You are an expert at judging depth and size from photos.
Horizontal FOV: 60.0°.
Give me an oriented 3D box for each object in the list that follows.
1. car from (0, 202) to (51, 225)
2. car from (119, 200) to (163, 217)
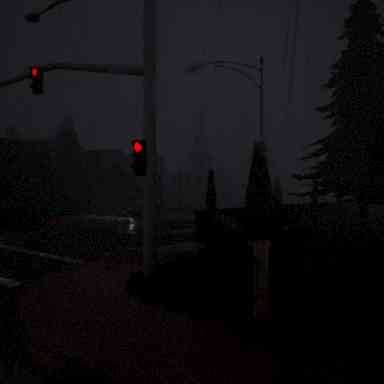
[{"bbox_3d":[-11.561,1.459,21.356,1.837,1.490,4.892,0,0,35],"label":"car"},{"bbox_3d":[-4.662,1.480,31.039,1.812,1.442,4.674,0,0,36],"label":"car"}]
